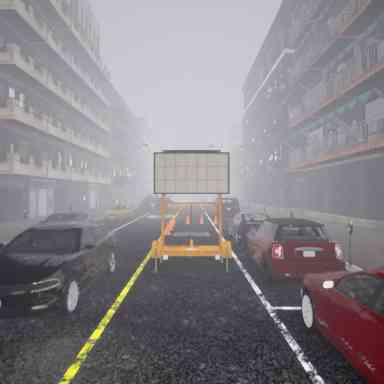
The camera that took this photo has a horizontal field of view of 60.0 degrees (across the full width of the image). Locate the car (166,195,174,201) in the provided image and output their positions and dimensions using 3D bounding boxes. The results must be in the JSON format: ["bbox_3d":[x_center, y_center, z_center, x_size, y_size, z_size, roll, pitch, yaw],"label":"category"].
[{"bbox_3d":[-5.801,1.514,88.452,1.887,1.381,4.507,0,0,0],"label":"car"}]

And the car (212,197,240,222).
[{"bbox_3d":[2.660,1.312,26.458,2.192,1.841,5.009,0,0,0],"label":"car"}]

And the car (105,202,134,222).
[{"bbox_3d":[-5.722,1.522,26.280,1.752,1.417,4.829,0,0,0],"label":"car"}]

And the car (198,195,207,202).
[{"bbox_3d":[2.594,1.501,77.356,1.752,1.417,4.829,0,0,0],"label":"car"}]

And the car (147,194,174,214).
[{"bbox_3d":[-3.043,1.346,34.452,2.097,1.767,4.553,0,0,0],"label":"car"}]

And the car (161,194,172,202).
[{"bbox_3d":[-5.785,1.290,77.179,2.192,1.841,5.009,0,0,0],"label":"car"}]

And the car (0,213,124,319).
[{"bbox_3d":[-3.110,1.477,7.711,1.882,1.535,5.008,0,0,0],"label":"car"}]

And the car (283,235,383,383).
[{"bbox_3d":[2.687,1.545,3.912,1.887,1.381,4.507,0,0,0],"label":"car"}]

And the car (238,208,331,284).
[{"bbox_3d":[2.680,1.440,9.549,1.967,1.590,4.097,0,0,0],"label":"car"}]

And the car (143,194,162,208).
[{"bbox_3d":[-5.750,1.304,48.997,2.192,1.841,5.009,0,0,0],"label":"car"}]

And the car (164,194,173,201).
[{"bbox_3d":[-5.793,1.412,82.814,1.967,1.590,4.097,0,0,0],"label":"car"}]

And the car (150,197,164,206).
[{"bbox_3d":[-5.759,1.568,54.634,1.802,1.307,4.206,0,0,0],"label":"car"}]

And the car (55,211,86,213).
[{"bbox_3d":[-5.708,1.565,15.177,1.947,1.339,4.313,0,0,0],"label":"car"}]

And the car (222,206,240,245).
[{"bbox_3d":[2.673,1.550,15.185,2.008,1.369,4.403,0,0,0],"label":"car"}]

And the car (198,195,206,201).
[{"bbox_3d":[2.580,1.514,88.458,1.887,1.381,4.507,0,0,0],"label":"car"}]

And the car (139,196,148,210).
[{"bbox_3d":[-5.744,1.431,43.361,1.967,1.590,4.097,0,0,0],"label":"car"}]

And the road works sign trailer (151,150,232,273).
[{"bbox_3d":[-0.013,0.464,10.678,2.380,3.560,2.880,0,0,0],"label":"road works sign trailer"}]
